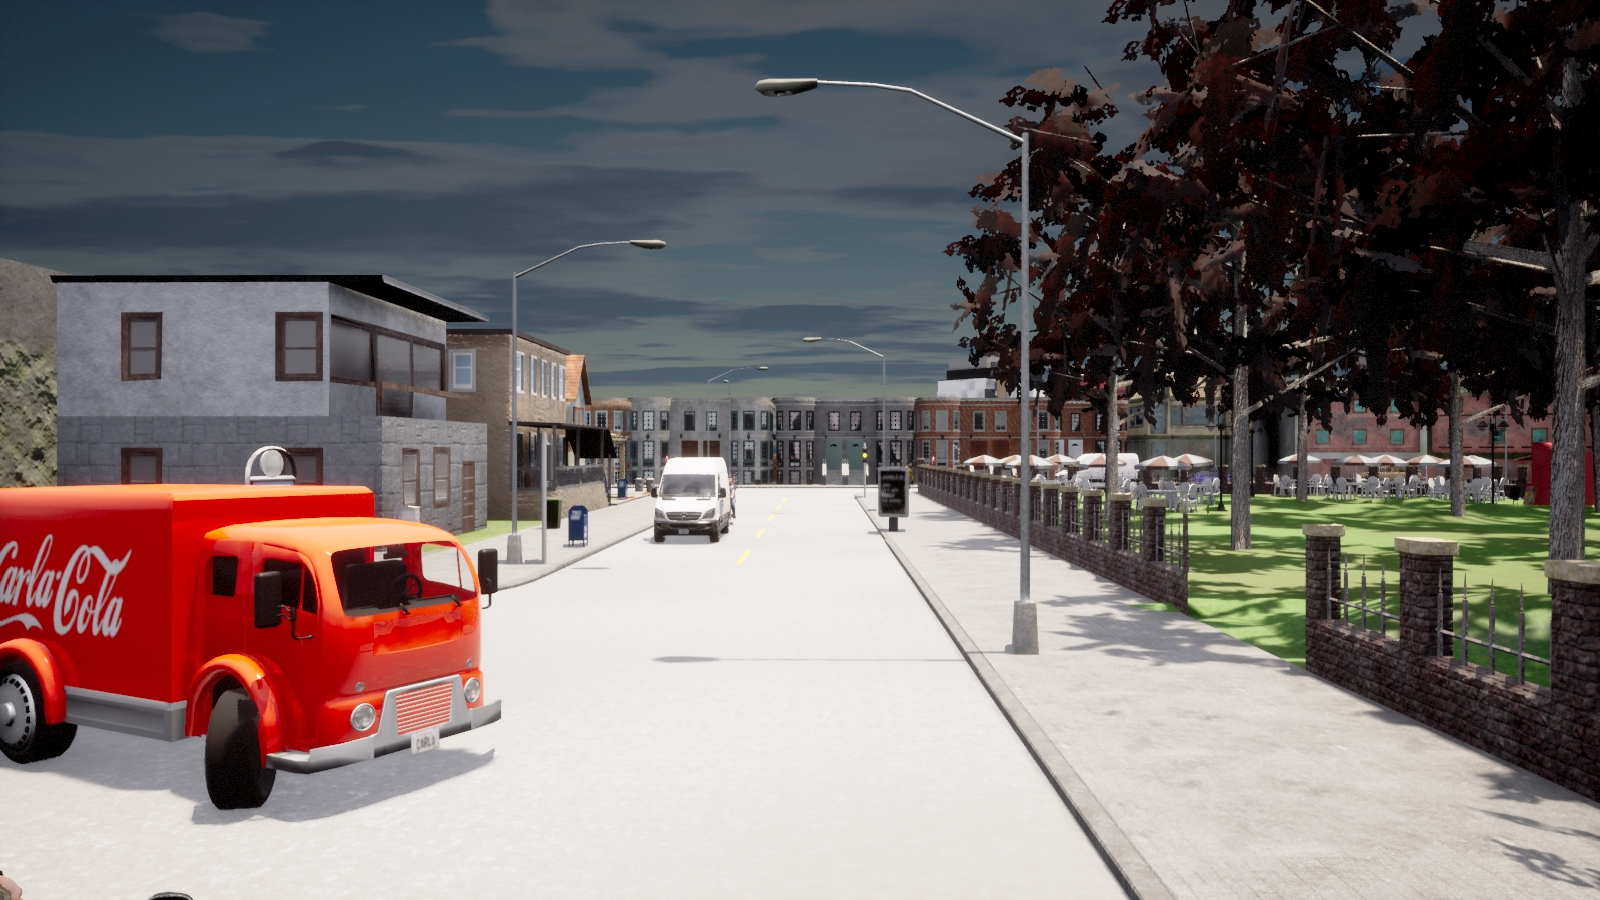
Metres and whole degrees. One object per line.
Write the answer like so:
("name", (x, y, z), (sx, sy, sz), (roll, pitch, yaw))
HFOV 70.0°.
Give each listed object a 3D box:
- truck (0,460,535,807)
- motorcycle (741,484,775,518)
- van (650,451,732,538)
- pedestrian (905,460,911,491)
("truck", (-5.358, 1.348, 10.677), (5.204, 2.467, 2.627), (0, 0, 29))
("motorcycle", (-1.677, 1.985, 45.065), (0.867, 1.251, 2.209), (0, 0, -15))
("van", (-3.393, 1.314, 36.728), (1.988, 2.561, 5.915), (0, 0, 1))
("pedestrian", (6.490, 1.516, 68.649), (0.375, 1.860, 0.375), (0, 0, 3))
